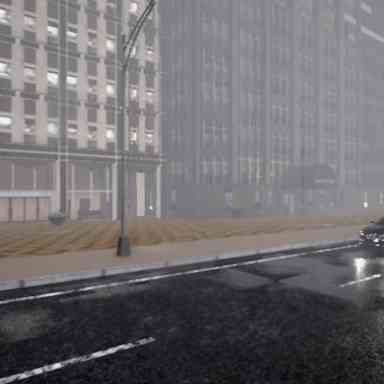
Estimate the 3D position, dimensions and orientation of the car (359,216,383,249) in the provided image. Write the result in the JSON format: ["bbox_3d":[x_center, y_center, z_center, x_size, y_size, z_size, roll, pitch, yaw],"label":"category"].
[{"bbox_3d":[9.011,1.639,14.114,4.892,1.490,1.837,1,0,-36],"label":"car"}]
